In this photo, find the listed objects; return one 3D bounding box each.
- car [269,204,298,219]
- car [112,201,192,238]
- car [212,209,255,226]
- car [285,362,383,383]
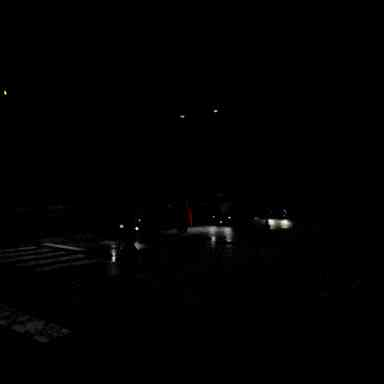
[{"bbox_3d":[10.556,2.151,38.192,2.097,1.767,4.553,0,-1,36],"label":"car"},{"bbox_3d":[-2.213,1.564,20.279,2.150,2.045,5.566,0,-1,35],"label":"car"},{"bbox_3d":[3.612,2.148,28.460,1.895,1.301,4.718,0,-1,36],"label":"car"},{"bbox_3d":[2.352,1.551,1.274,4.403,1.369,2.008,0,0,36],"label":"car"}]
